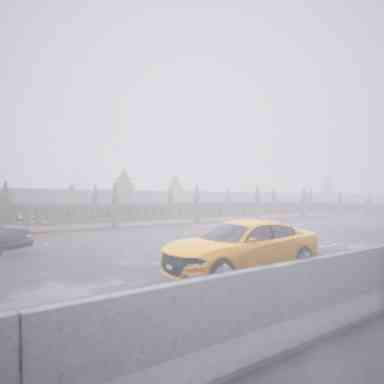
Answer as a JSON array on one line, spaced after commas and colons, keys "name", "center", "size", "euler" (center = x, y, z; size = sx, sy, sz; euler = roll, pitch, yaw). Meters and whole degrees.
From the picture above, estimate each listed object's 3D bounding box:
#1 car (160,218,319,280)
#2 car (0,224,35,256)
[{"name": "car", "center": [1.488, 1.526, 9.355], "size": [5.008, 1.535, 1.882], "euler": [1, 0, -36]}, {"name": "car", "center": [-8.223, 1.545, 11.024], "size": [5.357, 1.411, 2.033], "euler": [1, 0, -36]}]
